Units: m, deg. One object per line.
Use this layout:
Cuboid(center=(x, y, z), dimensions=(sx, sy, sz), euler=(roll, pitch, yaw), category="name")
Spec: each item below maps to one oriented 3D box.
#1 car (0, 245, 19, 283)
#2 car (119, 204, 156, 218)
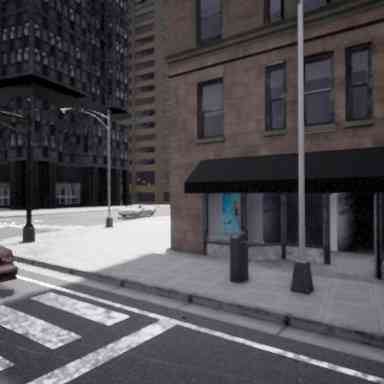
Cuboid(center=(-6.433, 1.563, 8.432), dimensions=(5.357, 1.411, 2.033), euler=(0, 0, 38), category="car")
Cuboid(center=(-5.375, 1.903, 33.569), dimensions=(1.895, 1.301, 4.718), euler=(0, -1, 20), category="car")
